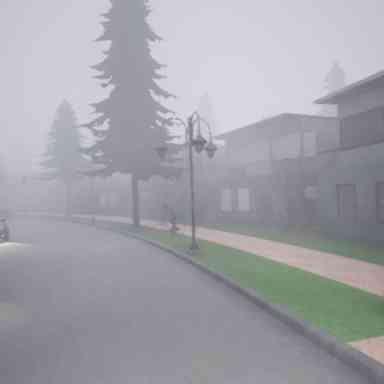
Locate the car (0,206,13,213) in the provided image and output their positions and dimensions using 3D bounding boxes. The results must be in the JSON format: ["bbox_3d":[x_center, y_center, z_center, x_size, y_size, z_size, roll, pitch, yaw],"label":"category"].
[{"bbox_3d":[-20.892,2.202,35.418,5.008,1.535,1.882,-2,0,41],"label":"car"}]

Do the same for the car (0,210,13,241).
[{"bbox_3d":[-11.236,1.952,18.242,1.994,1.385,4.181,-2,0,-32],"label":"car"}]

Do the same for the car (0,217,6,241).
[{"bbox_3d":[-6.753,1.736,9.364,1.837,1.490,4.892,-2,0,-22],"label":"car"}]

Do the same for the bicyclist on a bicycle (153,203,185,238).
[{"bbox_3d":[-1.099,1.336,15.775,1.656,1.620,0.582,-2,0,-25],"label":"bicyclist on a bicycle"}]
